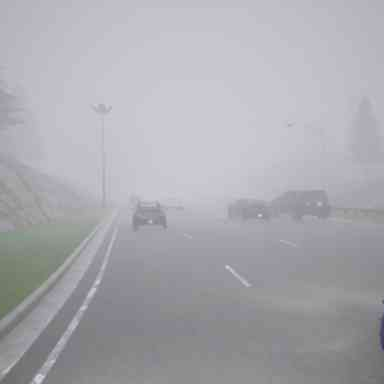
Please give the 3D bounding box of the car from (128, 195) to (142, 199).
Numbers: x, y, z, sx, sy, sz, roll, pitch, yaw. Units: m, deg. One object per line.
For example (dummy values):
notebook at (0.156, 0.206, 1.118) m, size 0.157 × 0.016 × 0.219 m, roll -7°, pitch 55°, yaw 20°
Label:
car at (-8.714, 1.130, 51.257) m, size 1.882 × 1.535 × 5.008 m, roll -1°, pitch 1°, yaw -12°

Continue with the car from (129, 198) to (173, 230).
car at (-2.647, 1.341, 20.059) m, size 2.128 × 1.511 × 4.902 m, roll -1°, pitch 1°, yaw -10°

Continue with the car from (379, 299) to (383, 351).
car at (3.284, 1.397, 1.986) m, size 1.882 × 1.535 × 5.008 m, roll 0°, pitch 1°, yaw -4°

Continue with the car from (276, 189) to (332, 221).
car at (7.438, 0.855, 23.348) m, size 2.150 × 2.045 × 5.566 m, roll -1°, pitch 1°, yaw -11°

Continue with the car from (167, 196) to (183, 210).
car at (-2.130, 1.205, 36.358) m, size 1.812 × 1.442 × 4.674 m, roll -1°, pitch 1°, yaw -11°

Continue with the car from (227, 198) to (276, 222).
car at (3.858, 1.202, 23.433) m, size 1.837 × 1.490 × 4.892 m, roll -1°, pitch 1°, yaw -11°
